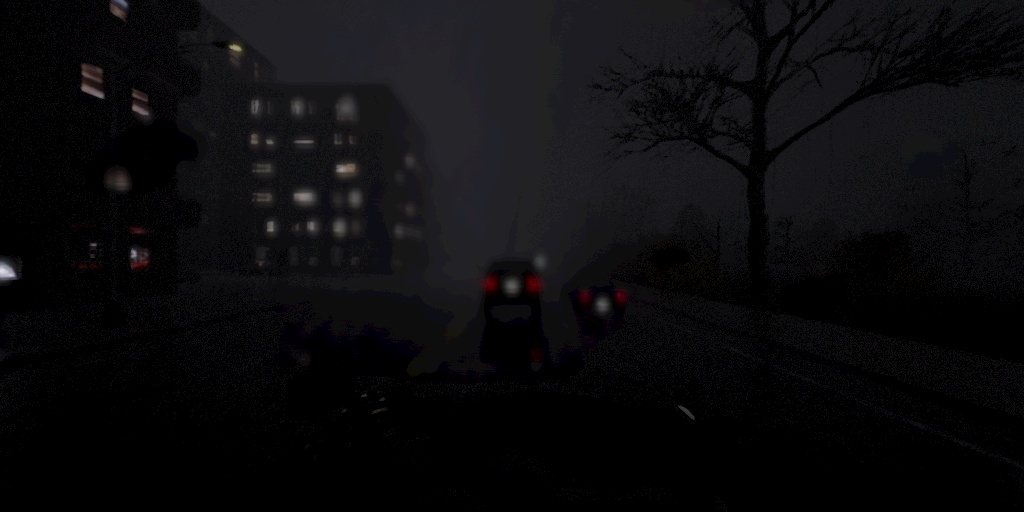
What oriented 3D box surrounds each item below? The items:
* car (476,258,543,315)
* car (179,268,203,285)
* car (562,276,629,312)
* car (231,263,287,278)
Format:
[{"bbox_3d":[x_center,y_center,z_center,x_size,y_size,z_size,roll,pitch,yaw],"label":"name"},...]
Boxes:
[{"bbox_3d":[0.009,1.105,14.413,2.150,2.045,5.566,0,0,0],"label":"car"},{"bbox_3d":[-23.308,1.264,23.947,4.507,1.381,1.888,0,0,-1],"label":"car"},{"bbox_3d":[3.265,1.488,15.086,1.895,1.301,4.718,0,-1,0],"label":"car"},{"bbox_3d":[-22.803,1.286,32.379,4.403,1.370,2.007,0,0,-1],"label":"car"}]
